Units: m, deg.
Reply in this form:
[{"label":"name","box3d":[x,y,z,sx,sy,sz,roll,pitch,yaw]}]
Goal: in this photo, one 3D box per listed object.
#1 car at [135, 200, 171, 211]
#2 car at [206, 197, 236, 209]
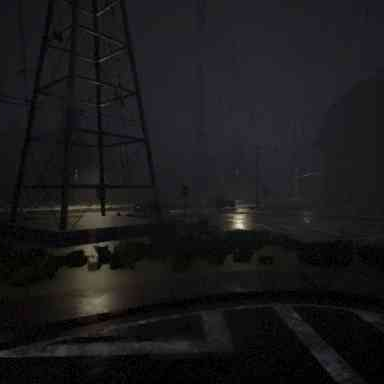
[{"label":"car","box3d":[-4.203,1.547,35.837,1.994,1.385,4.181,0,0,43]},{"label":"car","box3d":[3.950,1.453,44.799,2.128,1.511,4.902,0,0,43]}]
